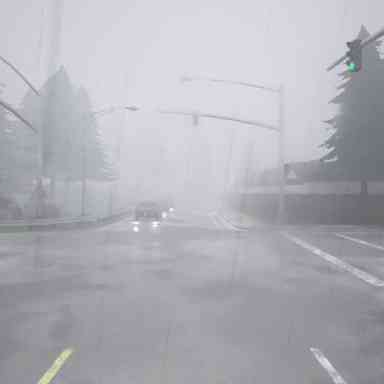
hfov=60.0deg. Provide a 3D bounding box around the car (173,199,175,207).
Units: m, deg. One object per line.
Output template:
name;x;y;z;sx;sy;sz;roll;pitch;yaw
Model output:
car;-3.515;1.504;48.307;1.837;1.490;4.892;0;0;2

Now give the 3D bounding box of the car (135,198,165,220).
car;-3.603;1.505;28.038;1.837;1.490;4.892;0;0;0

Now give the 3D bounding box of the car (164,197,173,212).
car;-3.599;1.564;37.952;1.994;1.385;4.181;0;0;0
